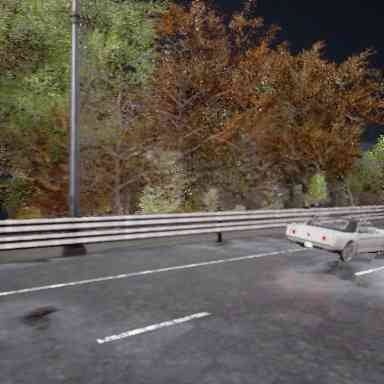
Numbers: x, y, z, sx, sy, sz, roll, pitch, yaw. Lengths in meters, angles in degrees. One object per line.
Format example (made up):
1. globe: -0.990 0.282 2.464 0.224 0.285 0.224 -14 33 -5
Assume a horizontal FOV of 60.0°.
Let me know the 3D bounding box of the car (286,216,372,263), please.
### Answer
1. car: 5.689 1.573 12.099 4.718 1.301 1.895 4 2 -34

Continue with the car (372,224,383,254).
1. car: 7.547 1.280 9.148 5.566 2.045 2.150 0 0 -35
